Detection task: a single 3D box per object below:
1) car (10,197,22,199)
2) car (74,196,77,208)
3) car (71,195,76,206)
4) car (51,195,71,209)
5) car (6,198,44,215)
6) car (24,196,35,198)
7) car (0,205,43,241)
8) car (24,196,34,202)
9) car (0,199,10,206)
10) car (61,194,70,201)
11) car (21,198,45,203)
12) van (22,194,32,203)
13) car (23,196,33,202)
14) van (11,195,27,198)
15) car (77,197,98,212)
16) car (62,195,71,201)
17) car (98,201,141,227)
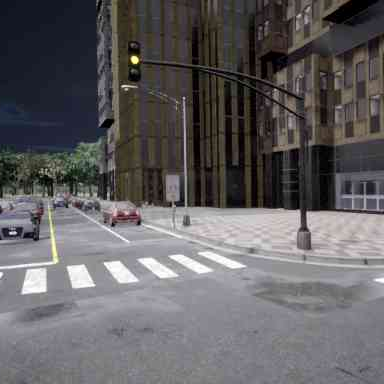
[{"bbox_3d":[-21.223,1.616,38.574,1.752,1.417,4.829,-1,1,-24],"label":"car"},{"bbox_3d":[-13.480,1.460,42.142,1.887,1.381,4.507,-1,1,-24],"label":"car"},{"bbox_3d":[-15.657,1.461,47.125,1.887,1.381,4.507,-1,1,-24],"label":"car"},{"bbox_3d":[-17.939,1.499,45.450,1.812,1.442,4.674,-1,0,-24],"label":"car"},{"bbox_3d":[-12.142,1.510,24.475,1.882,1.535,5.008,-1,1,-23],"label":"car"},{"bbox_3d":[-20.144,1.583,43.004,2.033,1.411,5.357,-1,0,-24],"label":"car"},{"bbox_3d":[-8.537,1.596,16.200,1.994,1.385,4.181,-1,1,-24],"label":"car"},{"bbox_3d":[-40.882,1.681,83.575,1.947,1.339,4.313,-1,1,-24],"label":"car"},{"bbox_3d":[-14.765,1.403,23.779,2.192,1.841,5.009,-1,1,-24],"label":"car"},{"bbox_3d":[-33.074,1.379,86.986,1.967,1.590,4.097,-1,1,-24],"label":"car"},{"bbox_3d":[-16.024,1.597,33.521,1.994,1.385,4.181,-1,1,-23],"label":"car"},{"bbox_3d":[-36.533,1.449,73.608,1.690,1.788,3.998,-1,1,-24],"label":"van"},{"bbox_3d":[-38.638,1.637,78.437,1.752,1.417,4.829,-1,1,-24],"label":"car"},{"bbox_3d":[-25.649,1.436,48.694,1.690,1.788,3.998,-1,1,-24],"label":"van"},{"bbox_3d":[-11.303,1.465,37.159,2.008,1.369,4.403,-1,1,-24],"label":"car"},{"bbox_3d":[-30.895,1.480,82.005,1.887,1.381,4.507,-1,1,-24],"label":"car"},{"bbox_3d":[-4.775,1.352,22.210,1.967,1.590,4.097,-1,1,-24],"label":"car"}]
